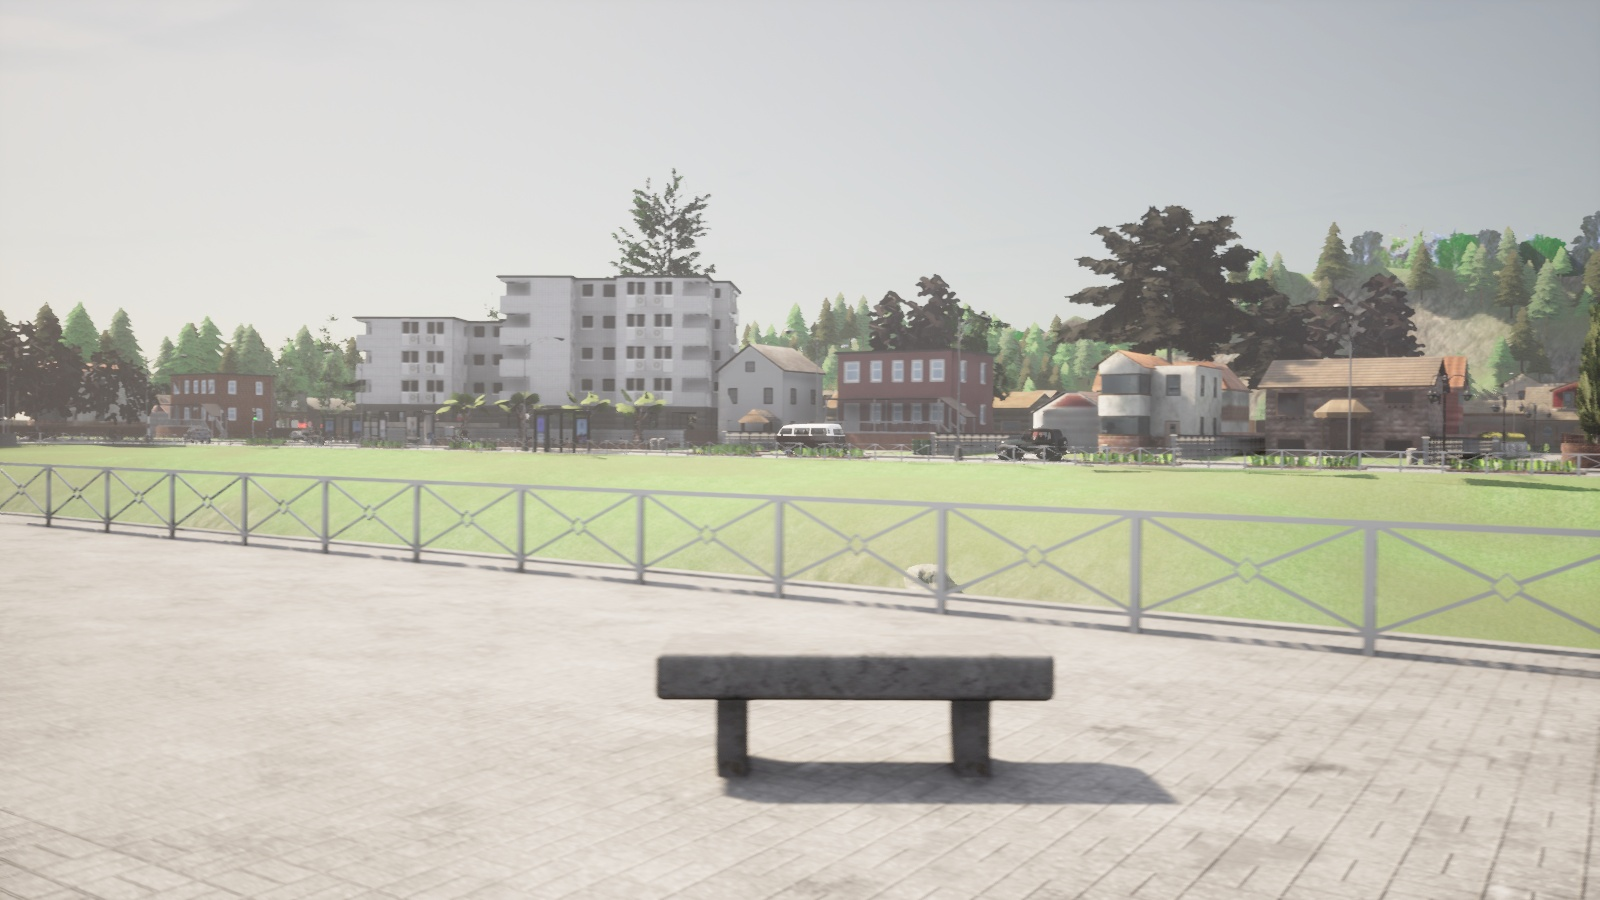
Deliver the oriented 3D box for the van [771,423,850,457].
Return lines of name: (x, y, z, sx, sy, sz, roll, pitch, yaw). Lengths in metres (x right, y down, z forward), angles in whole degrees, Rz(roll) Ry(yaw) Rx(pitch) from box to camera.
van: (0.638, -0.614, 77.857, 4.480, 2.038, 2.069, 0, 1, 34)

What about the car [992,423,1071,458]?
car: (12.868, -0.541, 69.729, 3.866, 1.878, 1.905, 0, 1, 34)
